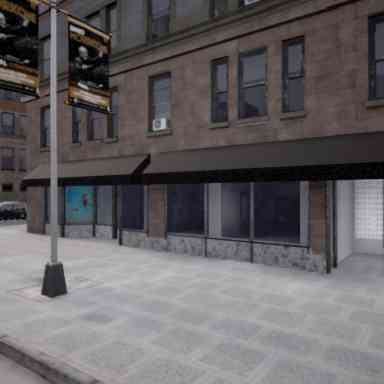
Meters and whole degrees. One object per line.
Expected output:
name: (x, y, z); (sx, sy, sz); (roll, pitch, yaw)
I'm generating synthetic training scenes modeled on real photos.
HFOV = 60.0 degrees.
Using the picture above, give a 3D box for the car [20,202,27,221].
car: (-10.150, 1.505, 25.773); (1.882, 1.535, 5.008); (0, 0, 36)

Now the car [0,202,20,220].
car: (-14.158, 1.538, 25.258); (1.837, 1.490, 4.892); (0, 0, 37)
